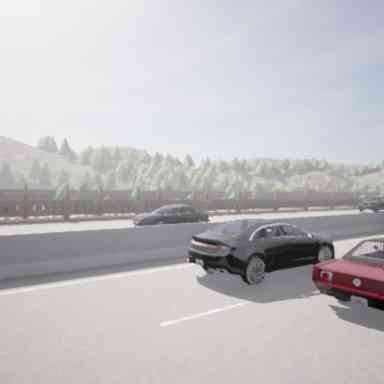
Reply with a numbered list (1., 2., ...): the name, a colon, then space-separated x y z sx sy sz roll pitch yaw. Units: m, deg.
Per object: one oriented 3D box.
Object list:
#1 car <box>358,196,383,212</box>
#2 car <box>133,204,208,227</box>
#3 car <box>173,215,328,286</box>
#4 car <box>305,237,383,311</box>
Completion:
1. car: 23.248 1.495 41.913 5.566 2.045 2.150 1 -1 -35
2. car: -1.186 1.549 20.323 4.892 1.490 1.837 0 0 -35
3. car: 2.160 1.523 9.564 4.902 1.511 2.128 0 0 -36
4. car: 4.747 1.639 7.119 4.718 1.301 1.895 0 0 -35
